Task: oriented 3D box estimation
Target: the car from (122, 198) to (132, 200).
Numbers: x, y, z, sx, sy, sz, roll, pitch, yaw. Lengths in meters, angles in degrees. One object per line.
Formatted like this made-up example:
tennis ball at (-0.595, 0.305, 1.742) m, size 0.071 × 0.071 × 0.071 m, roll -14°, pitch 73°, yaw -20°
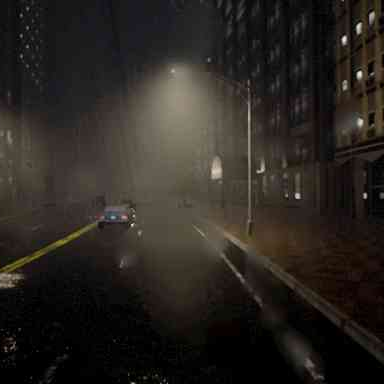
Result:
car at (-7.808, 1.436, 40.075) m, size 1.994 × 1.385 × 4.181 m, roll 0°, pitch 0°, yaw -11°

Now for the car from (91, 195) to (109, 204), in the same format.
car at (-11.568, 1.179, 42.093) m, size 1.837 × 1.490 × 4.892 m, roll 0°, pitch 0°, yaw -12°

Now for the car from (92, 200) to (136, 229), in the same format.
car at (-4.728, 1.480, 21.116) m, size 2.033 × 1.411 × 5.357 m, roll 0°, pitch 0°, yaw -7°
